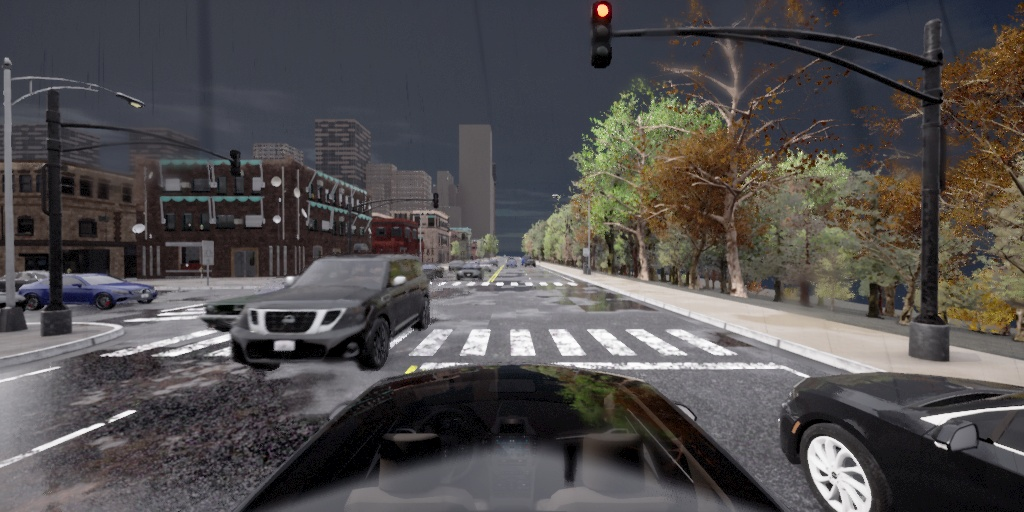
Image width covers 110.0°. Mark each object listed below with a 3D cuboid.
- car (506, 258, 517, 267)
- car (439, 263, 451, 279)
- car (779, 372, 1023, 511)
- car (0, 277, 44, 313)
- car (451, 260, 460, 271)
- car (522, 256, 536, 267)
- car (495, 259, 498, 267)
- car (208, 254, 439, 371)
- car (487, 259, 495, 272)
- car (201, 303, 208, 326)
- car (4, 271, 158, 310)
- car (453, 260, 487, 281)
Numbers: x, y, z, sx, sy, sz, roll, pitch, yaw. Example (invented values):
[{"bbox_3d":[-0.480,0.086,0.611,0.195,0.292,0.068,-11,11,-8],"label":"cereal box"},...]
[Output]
[{"bbox_3d":[-0.053,1.256,63.930,2.033,1.411,5.357,0,0,0],"label":"car"},{"bbox_3d":[-6.812,1.281,29.440,2.033,1.411,5.357,0,0,3],"label":"car"},{"bbox_3d":[3.366,1.255,1.232,1.837,1.490,4.892,0,0,-2],"label":"car"},{"bbox_3d":[-19.974,1.561,12.606,4.313,1.339,1.948,0,0,0],"label":"car"},{"bbox_3d":[-6.704,1.229,44.589,1.837,1.490,4.892,0,0,0],"label":"car"},{"bbox_3d":[3.197,1.214,63.632,1.837,1.490,4.892,0,0,0],"label":"car"},{"bbox_3d":[-3.432,1.256,64.738,2.033,1.411,5.357,0,0,0],"label":"car"},{"bbox_3d":[-3.365,0.968,8.053,2.150,2.045,5.566,0,0,0],"label":"car"},{"bbox_3d":[-3.454,1.324,43.977,1.895,1.301,4.718,0,0,0],"label":"car"},{"bbox_3d":[-6.623,1.347,10.860,1.895,1.301,4.718,0,0,0],"label":"car"},{"bbox_3d":[-18.096,1.471,15.346,4.674,1.442,1.812,-1,1,-1],"label":"car"},{"bbox_3d":[-3.419,1.297,29.987,1.994,1.385,4.181,0,0,0],"label":"car"}]
